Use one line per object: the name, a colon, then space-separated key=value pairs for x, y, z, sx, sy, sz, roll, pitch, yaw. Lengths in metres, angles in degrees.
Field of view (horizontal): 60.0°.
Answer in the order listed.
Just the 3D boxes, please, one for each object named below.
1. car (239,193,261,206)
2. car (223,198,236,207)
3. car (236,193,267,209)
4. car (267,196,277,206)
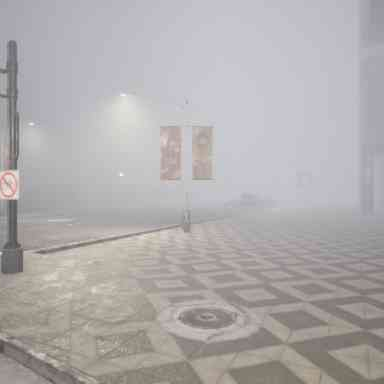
car: x=9.888 y=1.182 z=56.582 sx=2.150 sy=2.045 sz=5.566 roll=0 pitch=0 yaw=26
car: x=6.221 y=1.569 z=49.020 sx=1.895 sy=1.301 sz=4.718 roll=0 pitch=0 yaw=27
car: x=8.270 y=1.188 z=45.801 sx=2.150 sy=2.045 sz=5.566 roll=0 pitch=0 yaw=27
car: x=12.794 y=1.448 z=55.126 sx=2.128 sy=1.511 sz=4.902 roll=0 pitch=0 yaw=26
